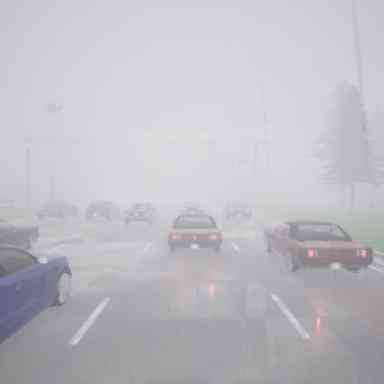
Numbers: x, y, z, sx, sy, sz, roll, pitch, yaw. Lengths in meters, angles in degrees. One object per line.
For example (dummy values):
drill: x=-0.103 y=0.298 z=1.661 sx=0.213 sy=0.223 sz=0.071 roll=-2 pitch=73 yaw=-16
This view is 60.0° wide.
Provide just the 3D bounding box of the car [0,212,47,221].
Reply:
car: x=-6.904 y=1.545 z=11.036 sx=1.895 sy=1.301 sz=4.718 roll=0 pitch=0 yaw=0

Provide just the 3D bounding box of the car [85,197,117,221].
car: x=-6.924 y=1.373 z=26.177 sx=1.837 sy=1.490 sz=4.892 roll=0 pitch=0 yaw=0

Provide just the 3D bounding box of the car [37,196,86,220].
car: x=-10.425 y=1.361 z=26.163 sx=2.128 sy=1.511 sz=4.902 roll=0 pitch=0 yaw=0

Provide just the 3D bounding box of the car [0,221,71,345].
car: x=-3.402 y=1.453 z=4.848 sx=1.882 sy=1.535 sz=5.008 roll=0 pitch=0 yaw=0

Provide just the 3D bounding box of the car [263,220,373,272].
car: x=3.597 y=1.548 z=10.531 sx=1.895 sy=1.301 sz=4.718 roll=0 pitch=0 yaw=0

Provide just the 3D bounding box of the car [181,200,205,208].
car: x=0.065 y=1.393 z=26.674 sx=1.812 sy=1.442 sz=4.674 roll=0 pitch=0 yaw=1

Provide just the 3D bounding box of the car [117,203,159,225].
car: x=-3.411 y=1.432 z=23.060 sx=2.033 sy=1.411 sz=5.357 roll=0 pitch=0 yaw=0

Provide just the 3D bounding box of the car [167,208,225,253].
car: x=0.095 y=1.534 z=13.367 sx=1.895 sy=1.301 sz=4.718 roll=0 pitch=0 yaw=0

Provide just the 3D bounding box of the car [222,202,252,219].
car: x=3.559 y=1.466 z=27.208 sx=1.895 sy=1.301 sz=4.718 roll=0 pitch=0 yaw=-1
